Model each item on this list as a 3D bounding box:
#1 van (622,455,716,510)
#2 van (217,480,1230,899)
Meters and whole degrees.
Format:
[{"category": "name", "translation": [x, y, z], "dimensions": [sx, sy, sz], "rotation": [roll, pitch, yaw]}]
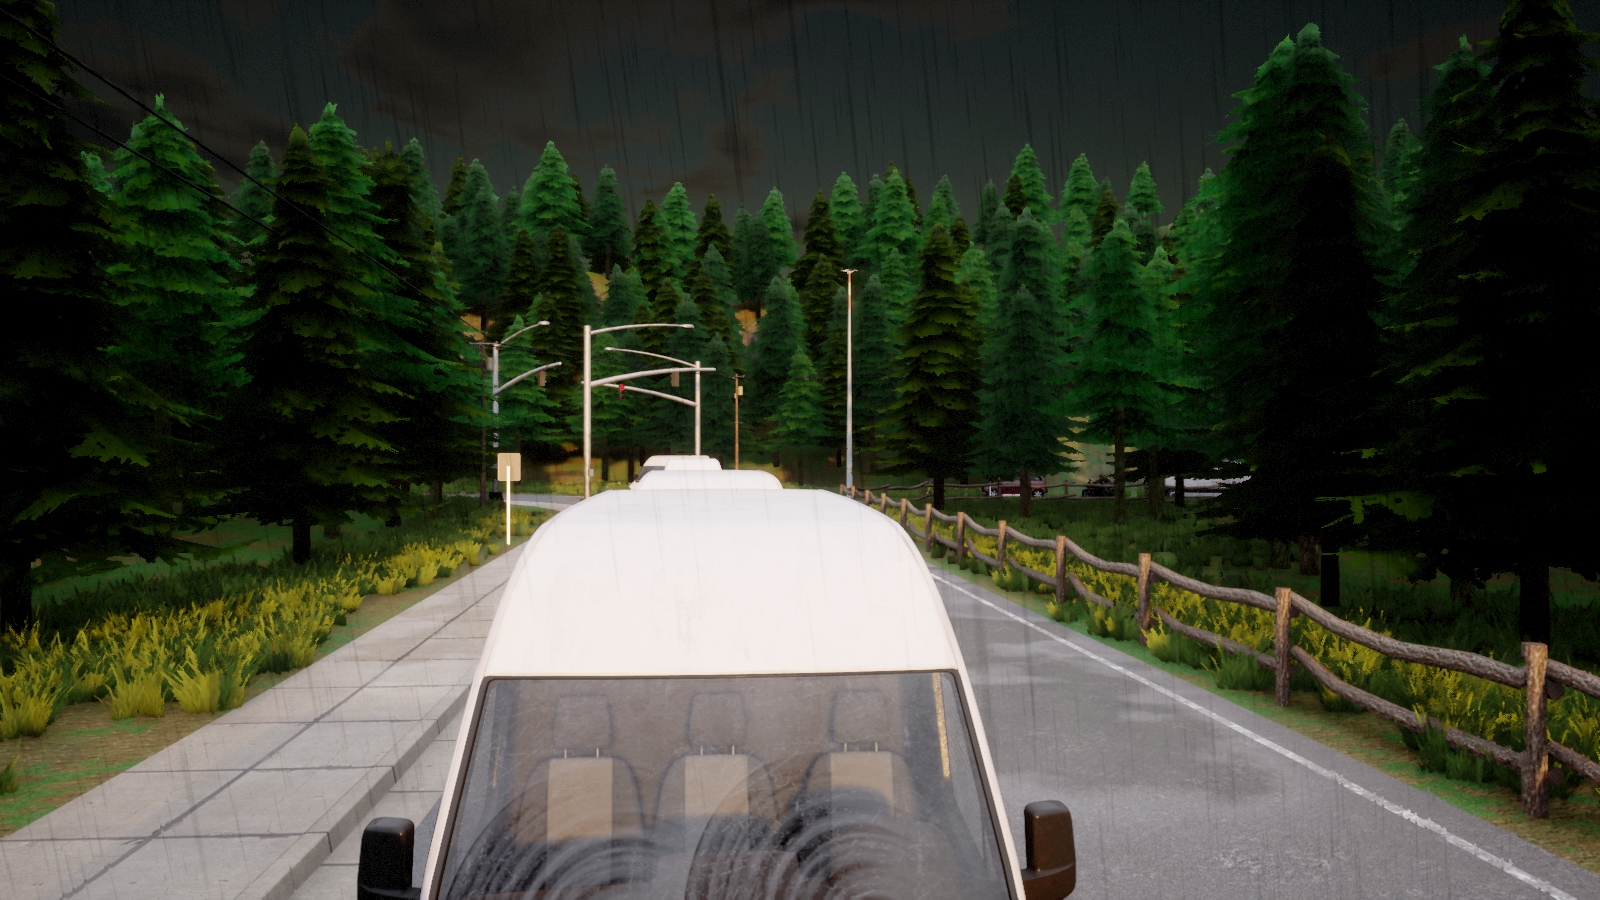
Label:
[{"category": "van", "translation": [-6.327, 1.515, 56.001], "dimensions": [1.988, 2.561, 5.915], "rotation": [0, 0, 22]}, {"category": "van", "translation": [-0.355, 1.499, 5.197], "dimensions": [1.988, 2.561, 5.915], "rotation": [0, 0, -5]}]
